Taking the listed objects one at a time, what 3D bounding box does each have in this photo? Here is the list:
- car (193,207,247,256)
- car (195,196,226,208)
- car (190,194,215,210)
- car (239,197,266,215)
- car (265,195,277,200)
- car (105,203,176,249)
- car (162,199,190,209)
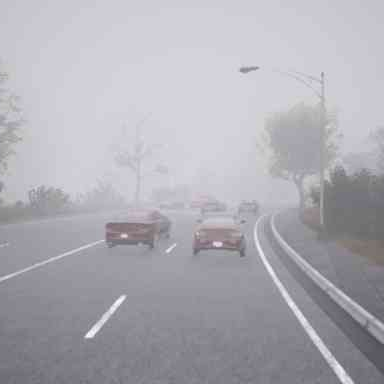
[{"bbox_3d":[1.142,1.539,13.205,1.812,1.442,4.674,0,0,7],"label":"car"},{"bbox_3d":[2.303,1.519,34.198,2.128,1.511,4.902,0,0,17],"label":"car"},{"bbox_3d":[1.483,1.244,42.836,2.150,2.045,5.566,0,0,22],"label":"car"},{"bbox_3d":[6.005,1.538,34.292,2.128,1.511,4.902,0,0,18],"label":"car"},{"bbox_3d":[18.098,1.428,77.319,1.812,1.442,4.674,0,0,40],"label":"car"},{"bbox_3d":[-2.189,1.478,14.764,1.882,1.535,5.008,0,0,7],"label":"car"},{"bbox_3d":[-2.476,1.549,42.395,2.033,1.411,5.357,0,0,21],"label":"car"}]
